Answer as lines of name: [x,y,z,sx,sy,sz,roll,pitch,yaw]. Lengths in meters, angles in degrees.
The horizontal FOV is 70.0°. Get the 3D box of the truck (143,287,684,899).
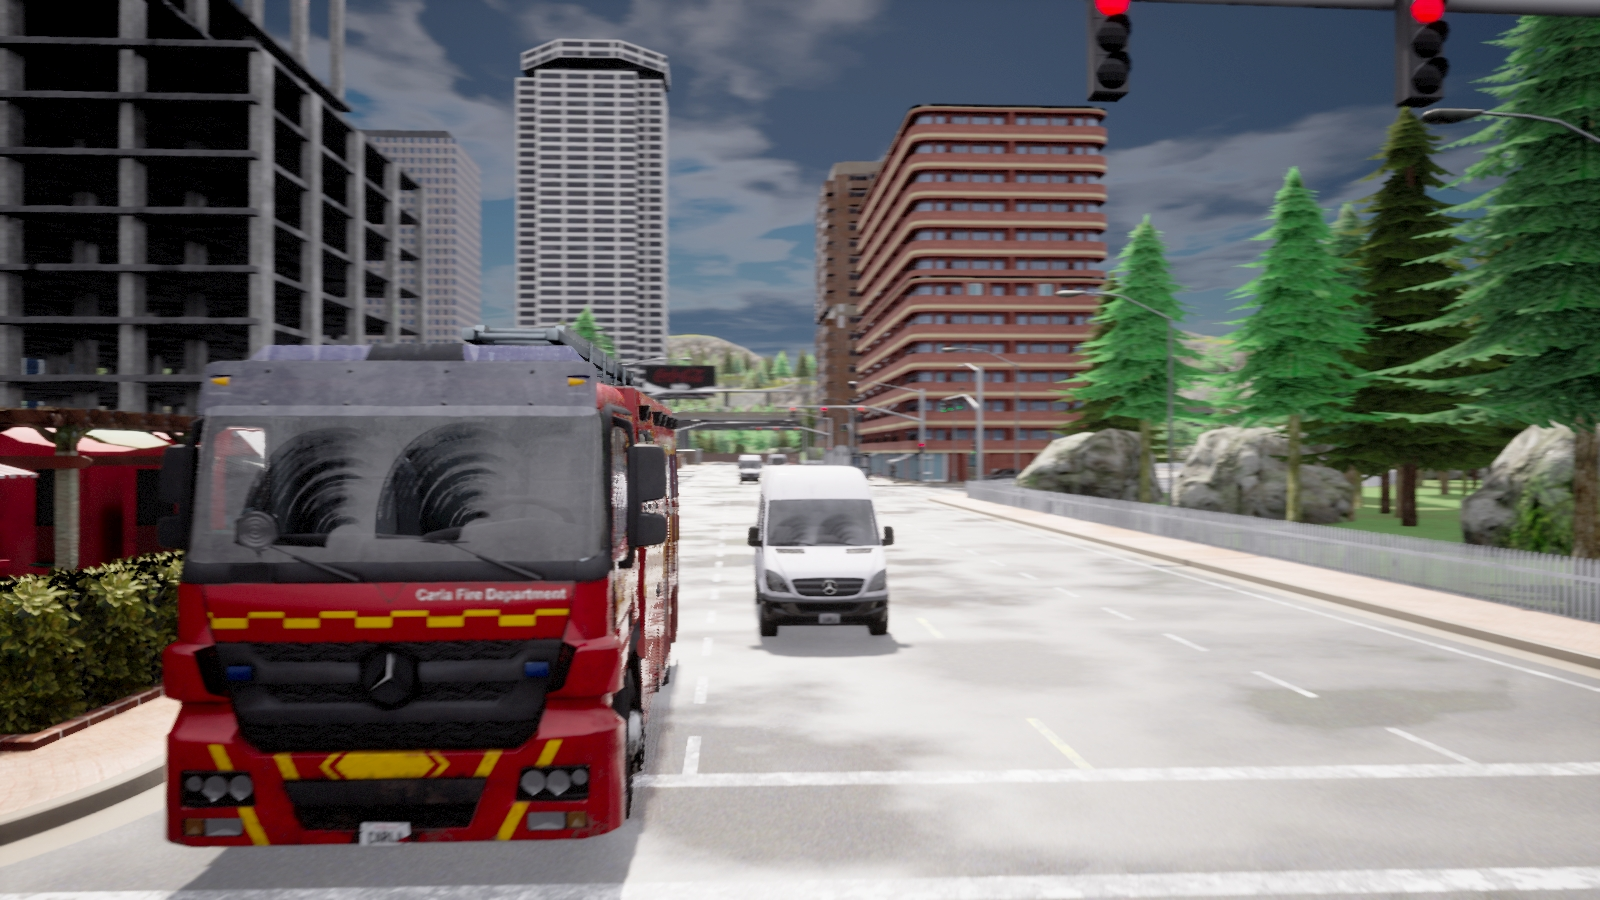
truck: [-2.800,0.913,11.282,2.891,3.827,8.468,0,0,-3]

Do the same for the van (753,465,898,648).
van: [0.248,1.568,19.458,1.988,2.561,5.915,0,0,-3]
